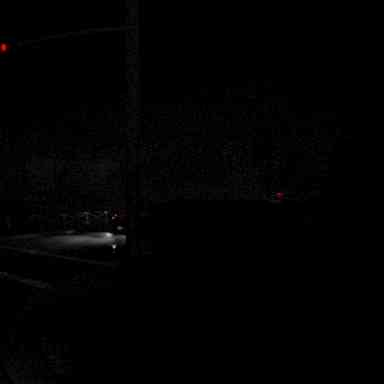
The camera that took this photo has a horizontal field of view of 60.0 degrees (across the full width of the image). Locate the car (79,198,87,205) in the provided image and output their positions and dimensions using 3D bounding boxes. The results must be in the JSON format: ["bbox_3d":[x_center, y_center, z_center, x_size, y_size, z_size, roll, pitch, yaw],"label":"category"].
[{"bbox_3d":[-18.245,1.360,60.130,1.905,1.878,3.866,0,0,35],"label":"car"}]

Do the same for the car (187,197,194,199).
[{"bbox_3d":[-0.534,1.534,47.954,1.845,1.501,3.633,0,0,35],"label":"car"}]

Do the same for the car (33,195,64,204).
[{"bbox_3d":[-28.694,1.509,67.512,2.152,1.636,5.027,0,0,35],"label":"car"}]

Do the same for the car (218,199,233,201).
[{"bbox_3d":[2.836,1.432,28.460,2.097,1.767,4.553,0,0,35],"label":"car"}]

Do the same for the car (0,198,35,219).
[{"bbox_3d":[-15.548,1.499,26.686,2.007,1.523,4.514,0,0,35],"label":"car"}]

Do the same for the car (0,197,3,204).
[{"bbox_3d":[-41.180,1.711,67.306,2.007,1.523,4.514,0,0,35],"label":"car"}]

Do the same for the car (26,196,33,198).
[{"bbox_3d":[-34.122,1.625,70.950,1.970,1.475,3.806,0,0,35],"label":"car"}]

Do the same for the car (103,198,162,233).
[{"bbox_3d":[-2.779,1.432,20.352,2.097,1.767,4.553,0,0,35],"label":"car"}]

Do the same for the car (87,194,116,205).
[{"bbox_3d":[-15.634,1.364,58.790,1.932,1.855,4.605,0,0,35],"label":"car"}]

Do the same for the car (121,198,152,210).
[{"bbox_3d":[-7.249,1.562,43.613,1.970,1.475,3.806,0,0,35],"label":"car"}]

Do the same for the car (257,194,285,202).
[{"bbox_3d":[8.678,1.303,36.847,2.150,2.045,5.566,0,0,35],"label":"car"}]

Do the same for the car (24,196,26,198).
[{"bbox_3d":[-23.387,1.565,41.556,1.845,1.501,3.633,0,0,35],"label":"car"}]
